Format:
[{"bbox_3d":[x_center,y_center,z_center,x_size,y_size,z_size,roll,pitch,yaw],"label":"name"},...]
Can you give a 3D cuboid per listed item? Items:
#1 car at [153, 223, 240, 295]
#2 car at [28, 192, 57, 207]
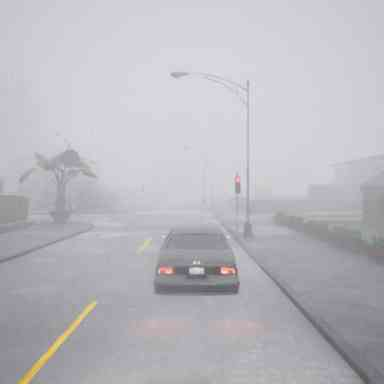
[{"bbox_3d":[0.103,1.545,8.835,2.033,1.411,5.357,0,0,0],"label":"car"},{"bbox_3d":[-19.730,0.975,43.886,1.905,1.878,3.866,0,0,35],"label":"car"}]
